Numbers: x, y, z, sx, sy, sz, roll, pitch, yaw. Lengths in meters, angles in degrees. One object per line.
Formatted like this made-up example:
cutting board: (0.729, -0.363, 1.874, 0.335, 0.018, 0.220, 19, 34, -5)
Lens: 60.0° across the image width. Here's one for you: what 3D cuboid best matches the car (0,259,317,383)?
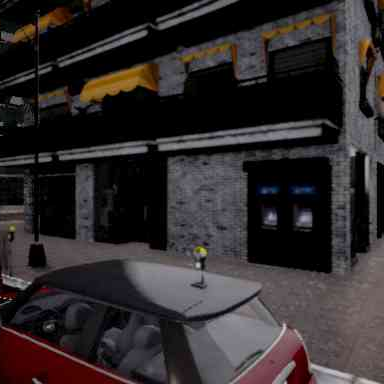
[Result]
car: (-0.975, 1.446, 3.416, 4.097, 1.590, 1.967, 0, 0, 36)
